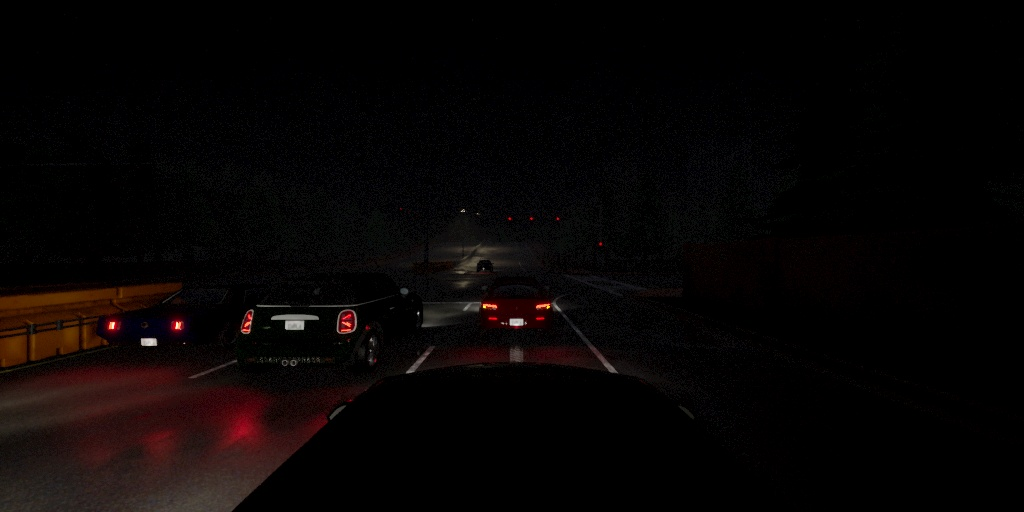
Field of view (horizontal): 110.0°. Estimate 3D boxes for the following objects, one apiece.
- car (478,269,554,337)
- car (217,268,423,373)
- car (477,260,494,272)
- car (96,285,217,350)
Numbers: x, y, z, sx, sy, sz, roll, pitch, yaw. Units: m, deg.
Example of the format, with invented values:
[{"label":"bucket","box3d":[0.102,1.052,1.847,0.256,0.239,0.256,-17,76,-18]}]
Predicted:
[{"label":"car","box3d":[0.097,1.276,10.120,1.812,1.442,4.674,0,0,0]},{"label":"car","box3d":[-3.400,1.102,7.730,2.097,1.767,4.553,0,0,0]},{"label":"car","box3d":[-3.410,1.255,45.463,1.837,1.490,4.892,0,0,0]},{"label":"car","box3d":[-6.902,1.351,9.044,1.895,1.301,4.718,0,0,0]}]
